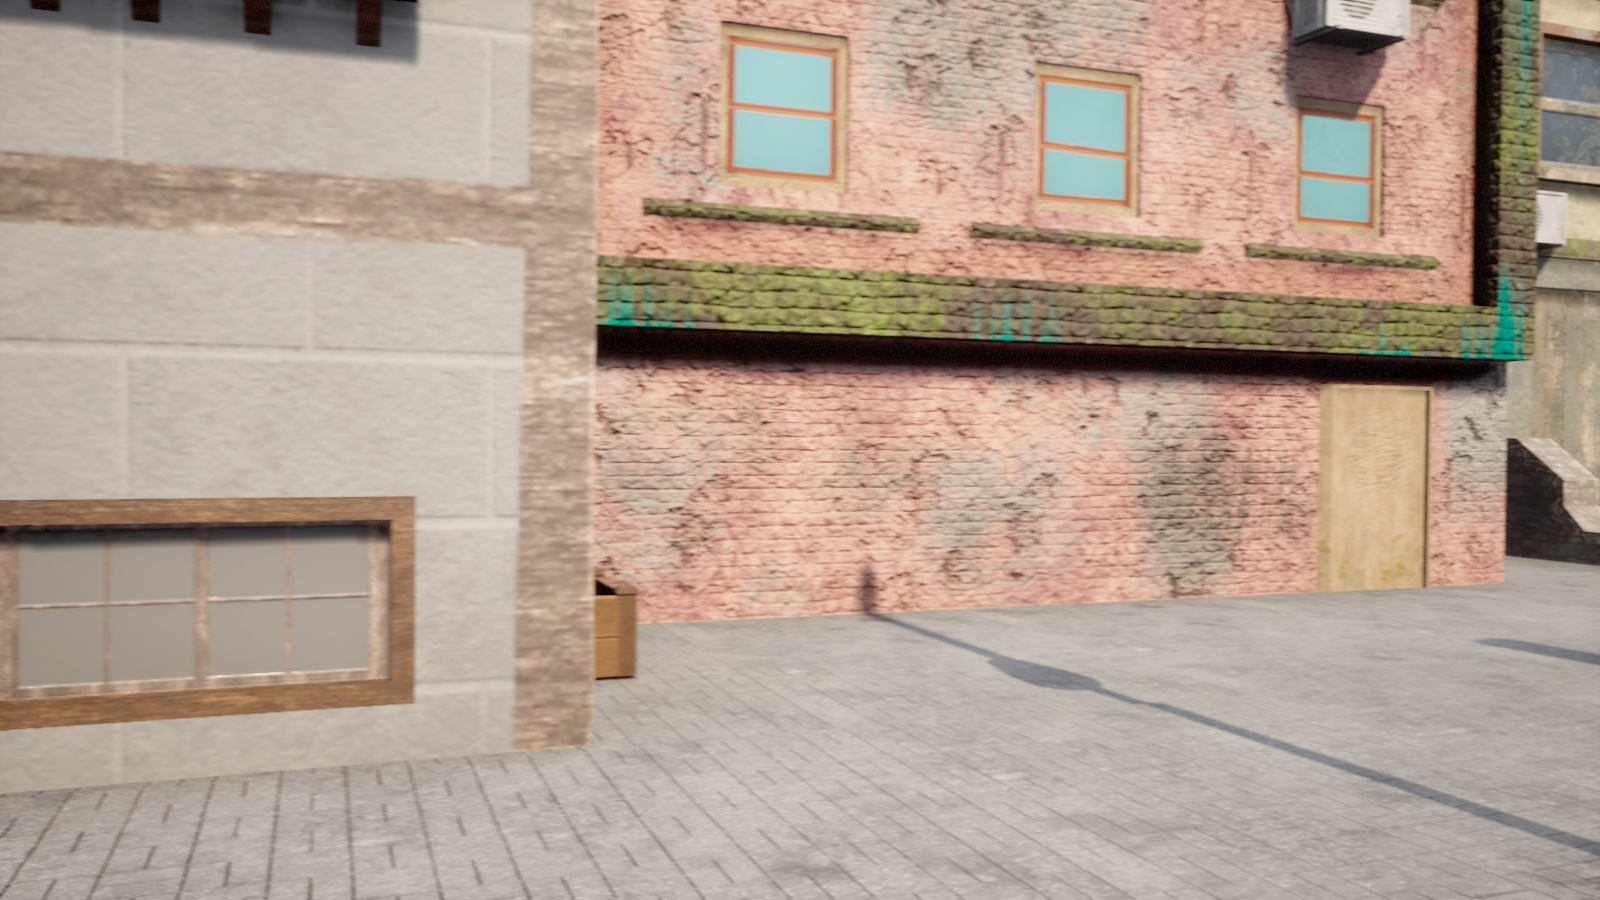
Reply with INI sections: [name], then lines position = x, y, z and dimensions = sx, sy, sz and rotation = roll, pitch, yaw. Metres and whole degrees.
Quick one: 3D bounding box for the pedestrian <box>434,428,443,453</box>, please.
[pedestrian]
position = -26.474, -0.719, 91.952
dimensions = 0.594, 1.836, 0.345
rotation = -1, 1, -22
